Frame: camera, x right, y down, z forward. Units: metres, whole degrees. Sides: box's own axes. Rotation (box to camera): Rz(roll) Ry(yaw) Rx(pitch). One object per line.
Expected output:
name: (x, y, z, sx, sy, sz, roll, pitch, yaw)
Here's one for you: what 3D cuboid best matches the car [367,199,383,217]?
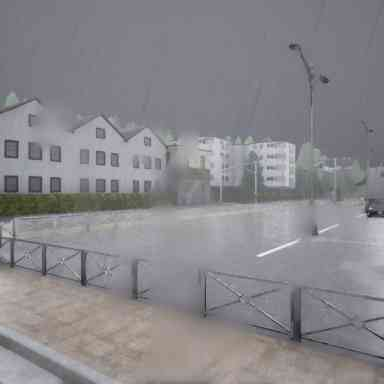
car: (15.412, 1.298, 26.820, 2.007, 1.523, 4.514, 0, 0, 35)
